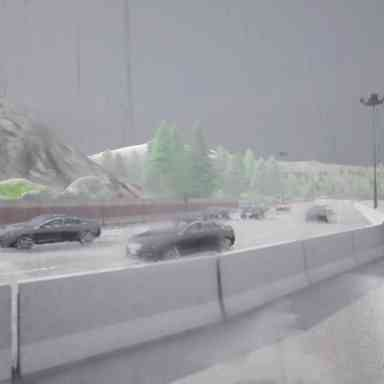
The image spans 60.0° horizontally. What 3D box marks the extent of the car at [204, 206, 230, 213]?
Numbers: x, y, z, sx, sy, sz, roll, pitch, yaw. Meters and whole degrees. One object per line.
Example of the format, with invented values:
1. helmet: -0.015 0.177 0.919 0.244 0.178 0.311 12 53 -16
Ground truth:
1. car: 2.731 2.318 36.578 1.837 1.490 4.892 -1 -2 24

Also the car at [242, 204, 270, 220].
1. car: 6.953 2.285 37.412 2.128 1.511 4.902 -1 -1 24

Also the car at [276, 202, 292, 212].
1. car: 15.783 2.510 56.812 2.097 1.767 4.553 -1 -1 24

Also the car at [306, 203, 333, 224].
1. car: 11.946 2.093 31.479 1.882 1.535 5.008 -1 -2 24

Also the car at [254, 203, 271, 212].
1. car: 12.188 2.722 57.355 1.812 1.442 4.674 -1 -2 24

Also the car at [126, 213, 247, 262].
1. car: -0.269 1.801 13.079 4.902 1.511 2.128 1 -2 -45

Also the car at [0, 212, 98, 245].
1. car: -8.378 2.026 19.776 4.902 1.511 2.128 1 -2 -43

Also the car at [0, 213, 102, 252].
1. car: -6.900 1.936 16.428 4.902 1.511 2.128 1 -2 -41
